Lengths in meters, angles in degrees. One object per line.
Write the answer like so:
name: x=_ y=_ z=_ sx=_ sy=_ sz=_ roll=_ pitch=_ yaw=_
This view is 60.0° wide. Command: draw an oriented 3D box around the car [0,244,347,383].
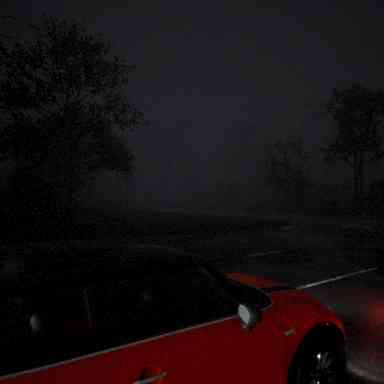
car: x=-0.418 y=1.352 z=3.421 sx=4.553 sy=1.767 sz=2.097 roll=0 pitch=0 yaw=-35

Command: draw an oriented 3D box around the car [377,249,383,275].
car: x=6.788 y=1.601 z=8.550 sx=4.718 sy=1.301 sz=1.895 roll=0 pitch=0 yaw=-36
